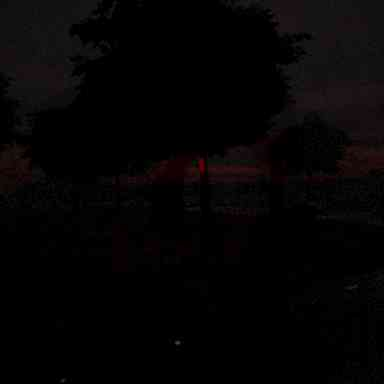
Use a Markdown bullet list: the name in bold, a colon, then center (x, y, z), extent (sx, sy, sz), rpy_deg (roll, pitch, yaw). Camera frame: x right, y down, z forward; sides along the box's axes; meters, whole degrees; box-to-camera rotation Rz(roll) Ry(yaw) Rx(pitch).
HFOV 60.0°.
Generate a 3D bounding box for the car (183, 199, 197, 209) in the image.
- **car**: center (-1.018, 2.015, 57.155), extent (1.882, 1.535, 5.008), rpy_deg (-3, 0, -29)

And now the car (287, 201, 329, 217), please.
- **car**: center (12.097, 1.735, 35.006), extent (1.812, 1.442, 4.674), rpy_deg (-3, 1, -32)
